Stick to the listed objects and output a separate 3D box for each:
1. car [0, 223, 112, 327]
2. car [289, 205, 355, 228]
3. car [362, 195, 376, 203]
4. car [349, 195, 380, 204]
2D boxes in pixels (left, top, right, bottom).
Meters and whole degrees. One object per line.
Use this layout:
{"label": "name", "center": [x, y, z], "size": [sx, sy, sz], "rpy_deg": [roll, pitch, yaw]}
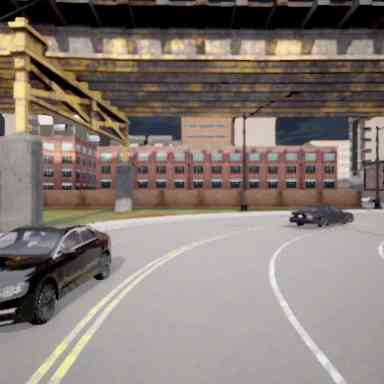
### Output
{"label": "car", "center": [-3.245, 1.491, 7.270], "size": [2.128, 1.511, 4.902], "rpy_deg": [0, 0, 5]}
{"label": "car", "center": [8.633, 1.542, 21.989], "size": [5.357, 1.411, 2.033], "rpy_deg": [0, 0, -38]}
{"label": "car", "center": [33.879, 1.279, 65.297], "size": [1.853, 1.218, 4.536], "rpy_deg": [0, 0, -34]}
{"label": "car", "center": [33.850, 1.436, 65.340], "size": [2.038, 1.542, 4.974], "rpy_deg": [0, 0, -34]}
